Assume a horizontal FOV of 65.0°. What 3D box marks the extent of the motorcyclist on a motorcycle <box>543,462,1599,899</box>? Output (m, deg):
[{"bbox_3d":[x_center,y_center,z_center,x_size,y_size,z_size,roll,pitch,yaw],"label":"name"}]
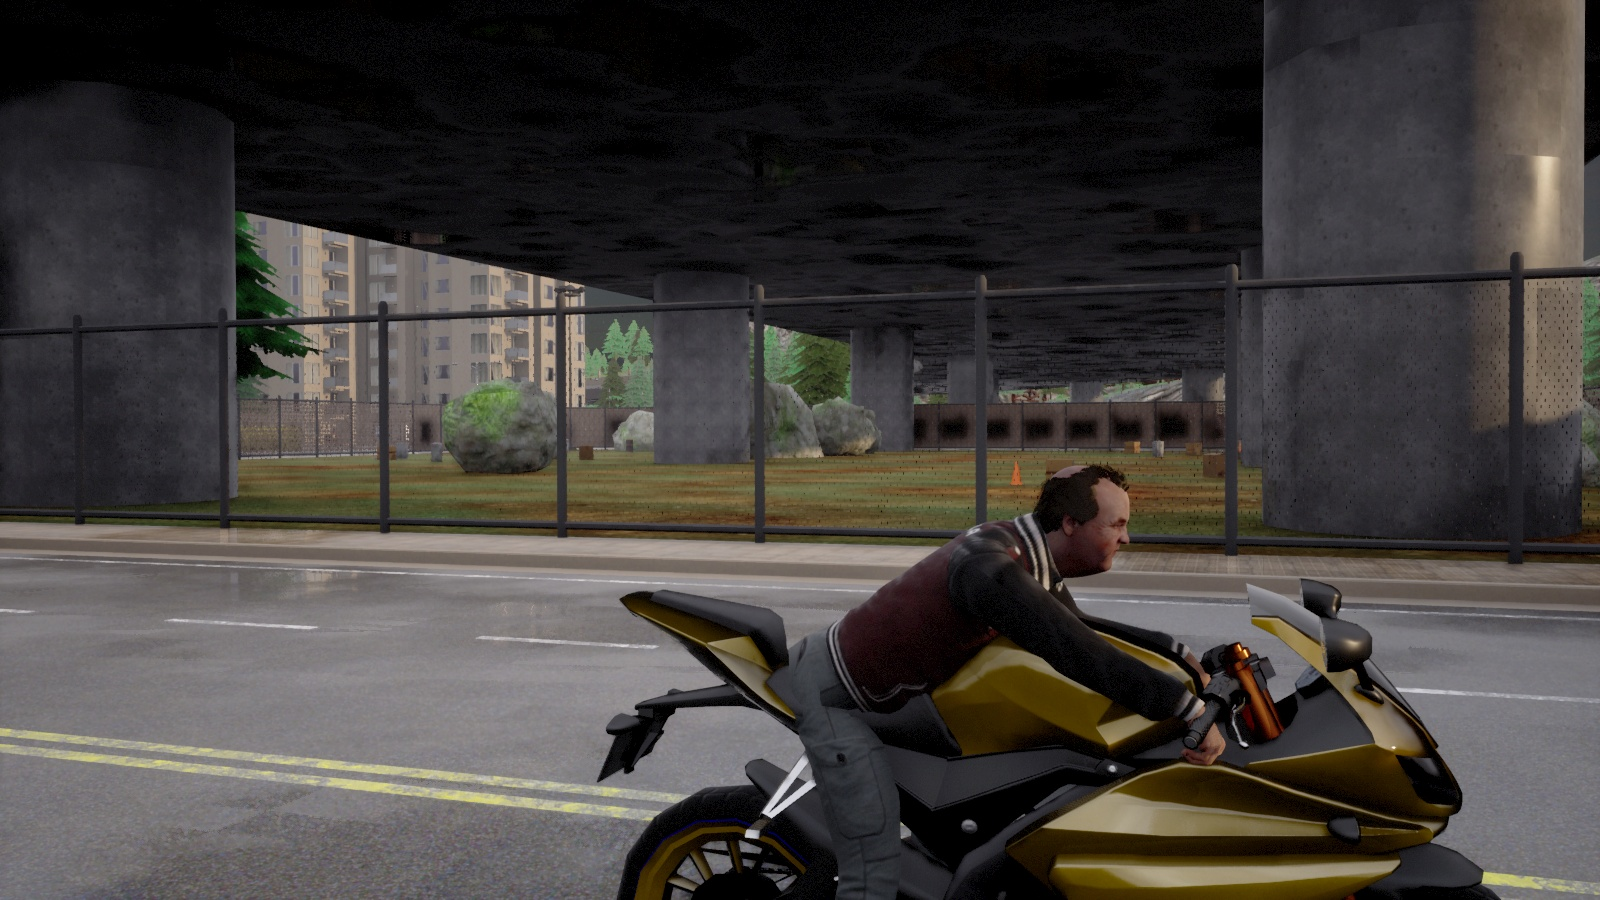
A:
[{"bbox_3d":[0.575,0.816,3.000,2.191,1.530,0.866,1,1,19],"label":"motorcyclist on a motorcycle"}]
